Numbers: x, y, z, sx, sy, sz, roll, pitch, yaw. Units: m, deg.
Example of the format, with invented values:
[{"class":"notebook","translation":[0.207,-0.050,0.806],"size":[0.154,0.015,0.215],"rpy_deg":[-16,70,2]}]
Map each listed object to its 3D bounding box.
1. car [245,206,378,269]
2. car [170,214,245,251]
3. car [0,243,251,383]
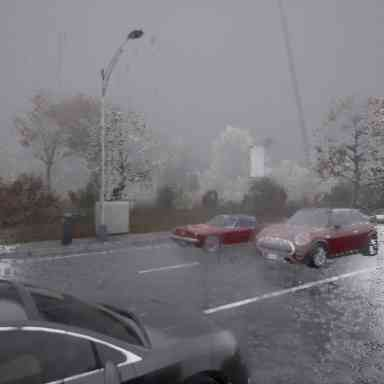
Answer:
[{"class":"car","translation":[4.259,1.344,11.243],"size":[4.553,1.767,2.097],"rpy_deg":[0,0,-35]},{"class":"car","translation":[1.486,1.590,13.588],"size":[4.718,1.301,1.895],"rpy_deg":[0,0,-35]},{"class":"car","translation":[-1.672,1.503,2.551],"size":[4.892,1.490,1.837],"rpy_deg":[0,0,-35]}]
